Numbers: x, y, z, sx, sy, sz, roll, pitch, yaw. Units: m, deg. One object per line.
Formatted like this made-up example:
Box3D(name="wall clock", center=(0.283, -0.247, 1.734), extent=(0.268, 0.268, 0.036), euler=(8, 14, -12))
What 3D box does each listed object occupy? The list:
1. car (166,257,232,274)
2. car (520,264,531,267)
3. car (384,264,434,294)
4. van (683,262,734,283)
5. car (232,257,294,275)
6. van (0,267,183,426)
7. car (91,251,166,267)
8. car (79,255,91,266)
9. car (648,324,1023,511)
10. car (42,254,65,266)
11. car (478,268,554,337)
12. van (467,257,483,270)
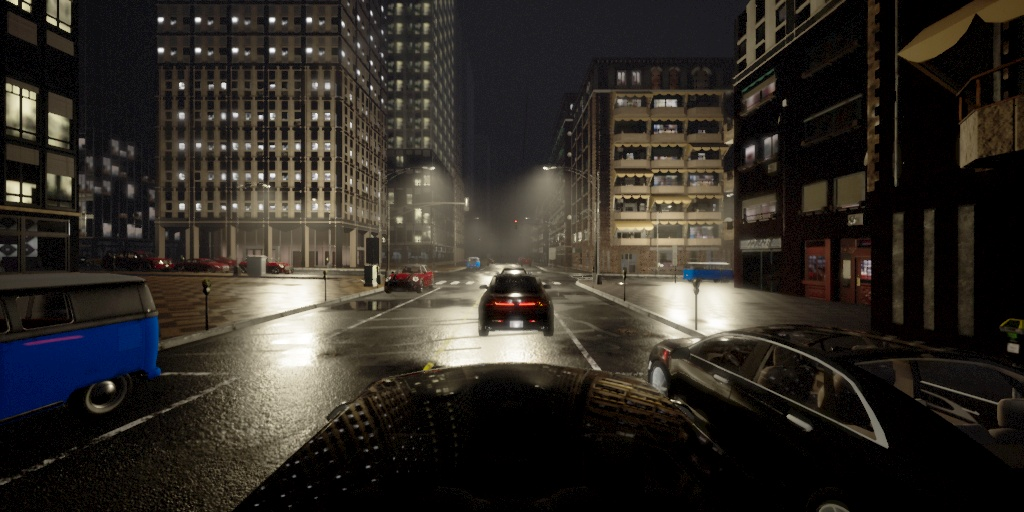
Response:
Box3D(name="car", center=(-26.718, 0.856, 30.941), extent=(4.207, 1.307, 1.802), euler=(0, 0, 0))
Box3D(name="car", center=(0.102, 1.315, 19.114), extent=(1.994, 1.385, 4.181), euler=(0, 0, 0))
Box3D(name="car", center=(-5.687, 1.191, 20.185), extent=(1.967, 1.591, 4.097), euler=(0, 0, 0))
Box3D(name="van", center=(16.916, 1.455, 30.900), extent=(3.998, 1.789, 1.690), euler=(0, 0, 0))
Box3D(name="car", center=(-21.143, 0.821, 30.953), extent=(4.097, 1.591, 1.967), euler=(0, 0, 0))
Box3D(name="van", center=(-5.688, 1.091, 3.239), extent=(1.690, 1.789, 3.998), euler=(0, 0, 0))
Box3D(name="car", center=(-32.292, 0.481, 30.929), extent=(5.009, 1.841, 2.192), euler=(0, 0, 0))
Box3D(name="car", center=(-43.695, 0.465, 39.285), extent=(4.829, 1.417, 1.751), euler=(0, 0, 0))
Box3D(name="car", center=(2.692, 1.300, 3.238), extent=(2.007, 1.370, 4.403), euler=(0, 0, 0))
Box3D(name="car", center=(-49.101, 0.398, 39.273), extent=(4.313, 1.339, 1.948), euler=(0, 0, 0))
Box3D(name="car", center=(0.103, 1.255, 10.322), extent=(1.837, 1.490, 4.892), euler=(0, 0, 0))
Box3D(name="van", center=(-5.685, 1.103, 52.659), extent=(1.690, 1.789, 3.998), euler=(0, 0, 0))
